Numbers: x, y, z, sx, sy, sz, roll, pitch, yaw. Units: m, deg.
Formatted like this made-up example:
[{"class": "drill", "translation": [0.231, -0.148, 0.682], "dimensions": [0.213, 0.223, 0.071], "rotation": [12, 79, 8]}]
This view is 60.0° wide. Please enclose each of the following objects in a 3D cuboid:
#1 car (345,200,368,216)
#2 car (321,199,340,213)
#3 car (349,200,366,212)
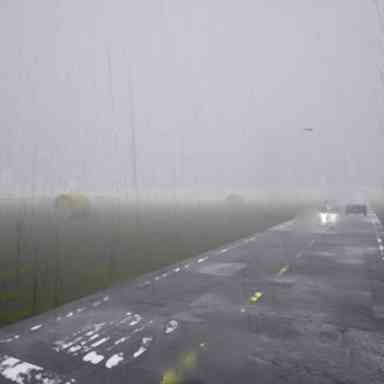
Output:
[{"class": "car", "translation": [16.706, 1.603, 33.829], "dimensions": [1.882, 1.535, 5.008], "rotation": [0, 0, 28]}, {"class": "car", "translation": [16.598, 1.628, 39.725], "dimensions": [2.128, 1.511, 4.902], "rotation": [0, 0, 27]}, {"class": "car", "translation": [21.476, 1.748, 43.178], "dimensions": [1.895, 1.301, 4.718], "rotation": [0, 0, 27]}]
